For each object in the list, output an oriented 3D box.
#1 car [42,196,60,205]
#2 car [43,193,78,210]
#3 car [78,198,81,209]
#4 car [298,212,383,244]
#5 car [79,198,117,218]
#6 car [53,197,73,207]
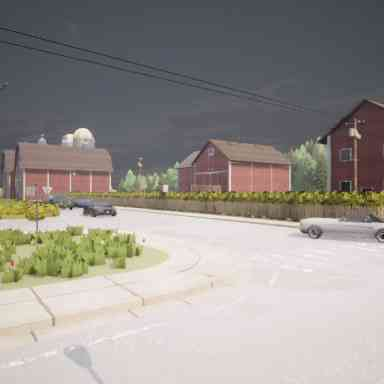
[{"bbox_3d":[-25.417,1.478,59.936,1.882,1.535,5.008,0,0,-36],"label":"car"},{"bbox_3d":[-16.491,1.218,41.475,2.150,2.045,5.566,0,1,-36],"label":"car"},{"bbox_3d":[-15.097,1.564,45.735,1.994,1.385,4.181,0,0,-35],"label":"car"},{"bbox_3d":[7.583,1.601,15.835,4.718,1.301,1.895,0,0,30],"label":"car"},{"bbox_3d":[-8.397,1.564,30.225,1.994,1.385,4.181,0,0,-36],"label":"car"},{"bbox_3d":[-20.797,1.564,53.540,1.994,1.385,4.181,0,0,-36],"label":"car"}]
